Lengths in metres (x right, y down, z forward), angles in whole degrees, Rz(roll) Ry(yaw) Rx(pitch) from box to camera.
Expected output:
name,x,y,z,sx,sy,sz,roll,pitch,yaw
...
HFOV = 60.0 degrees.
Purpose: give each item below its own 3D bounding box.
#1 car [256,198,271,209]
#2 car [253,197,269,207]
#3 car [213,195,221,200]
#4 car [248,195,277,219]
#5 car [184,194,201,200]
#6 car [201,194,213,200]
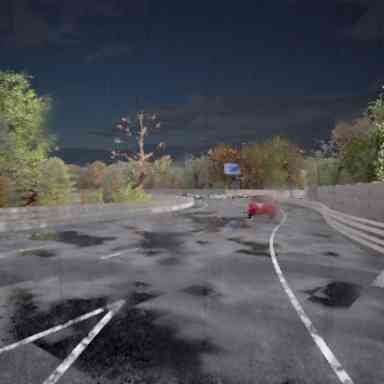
name,x,y,z,sx,sy,sz,roll,pitch,yaw
car,10.471,1.626,49.004,1.812,1.442,4.674,1,0,7
car,11.025,1.583,53.668,1.882,1.535,5.008,1,0,4
car,6.677,1.645,95.313,1.895,1.301,4.718,1,0,-18
car,6.389,1.282,30.009,2.150,2.045,5.566,1,0,17
car,0.049,1.507,93.060,1.812,1.442,4.674,1,0,-18
car,3.371,1.547,94.186,2.128,1.511,4.902,1,0,-18
